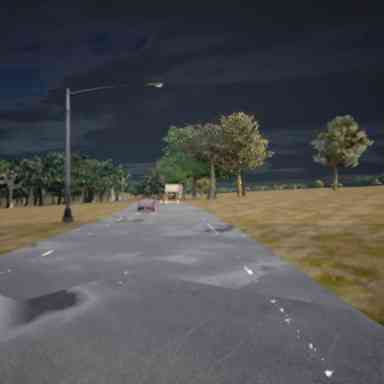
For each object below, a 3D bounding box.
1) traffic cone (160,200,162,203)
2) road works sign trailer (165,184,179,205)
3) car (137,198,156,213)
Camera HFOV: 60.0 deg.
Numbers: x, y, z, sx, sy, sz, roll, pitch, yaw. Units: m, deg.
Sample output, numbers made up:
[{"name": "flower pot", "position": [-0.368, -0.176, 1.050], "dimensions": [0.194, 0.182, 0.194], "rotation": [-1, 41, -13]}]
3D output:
[{"name": "traffic cone", "position": [-5.770, 1.895, 63.772], "dimensions": [0.340, 0.580, 0.340], "rotation": [0, 0, -7]}, {"name": "road works sign trailer", "position": [-3.396, 0.381, 57.021], "dimensions": [2.380, 3.560, 2.880], "rotation": [0, 0, -7]}, {"name": "car", "position": [-5.146, 1.465, 37.745], "dimensions": [1.882, 1.535, 5.008], "rotation": [0, 0, -4]}]
